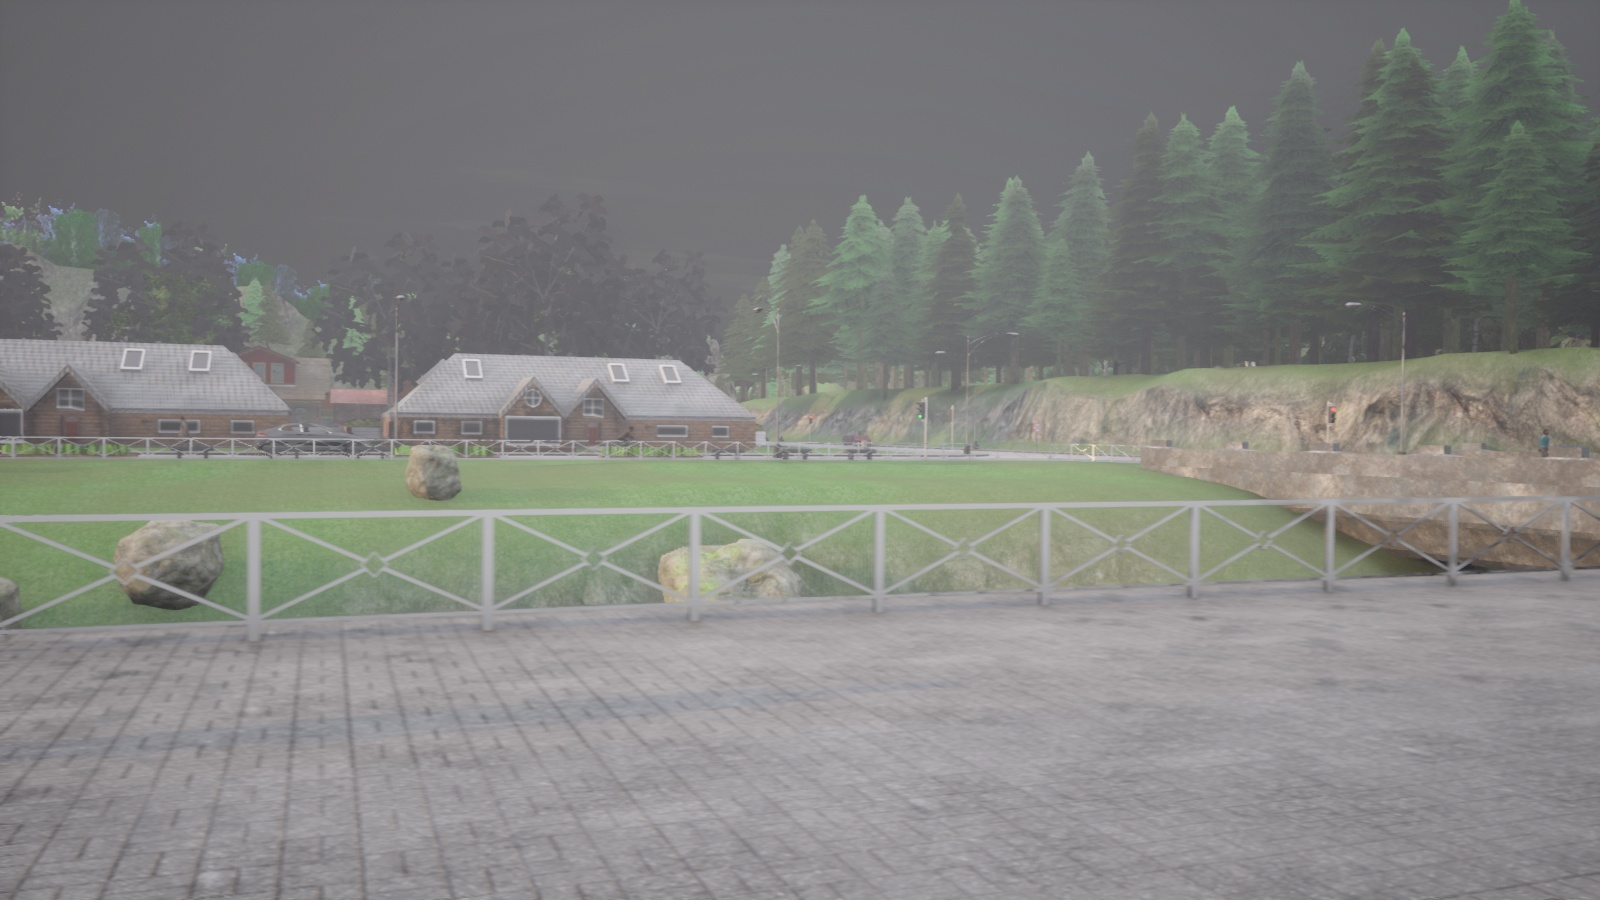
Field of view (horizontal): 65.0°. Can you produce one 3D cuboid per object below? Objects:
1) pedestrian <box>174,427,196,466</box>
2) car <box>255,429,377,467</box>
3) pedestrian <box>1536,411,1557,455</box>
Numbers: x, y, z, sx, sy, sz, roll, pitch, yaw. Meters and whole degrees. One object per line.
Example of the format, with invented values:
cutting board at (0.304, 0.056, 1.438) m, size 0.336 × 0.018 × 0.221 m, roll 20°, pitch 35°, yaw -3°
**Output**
pedestrian at (-30.811, -0.182, 62.885) m, size 0.873 × 1.952 × 0.659 m, roll -1°, pitch 1°, yaw -19°
car at (-21.963, -0.115, 57.101) m, size 5.027 × 1.651 × 2.152 m, roll -1°, pitch 1°, yaw -21°
pedestrian at (32.646, -0.739, 54.937) m, size 0.396 × 1.930 × 0.692 m, roll -1°, pitch 1°, yaw -21°
